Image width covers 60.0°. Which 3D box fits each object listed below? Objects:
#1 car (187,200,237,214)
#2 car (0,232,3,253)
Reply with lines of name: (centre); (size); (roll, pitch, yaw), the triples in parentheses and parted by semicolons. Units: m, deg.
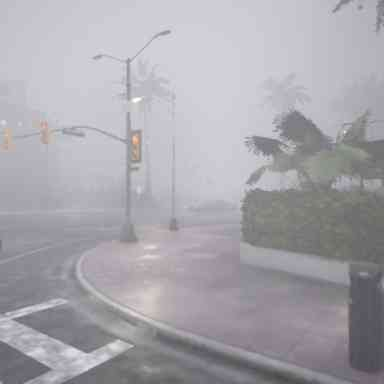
car: (2.178, 1.536, 35.013); (5.357, 1.411, 2.033); (0, 0, -28)
car: (-7.400, 1.341, 9.855); (2.097, 1.767, 4.553); (0, 0, -13)
